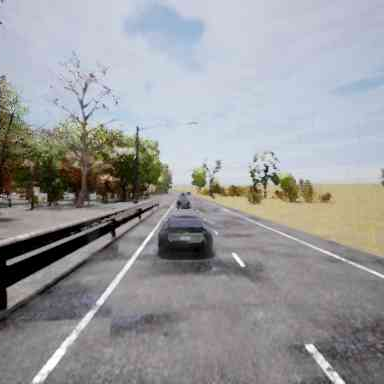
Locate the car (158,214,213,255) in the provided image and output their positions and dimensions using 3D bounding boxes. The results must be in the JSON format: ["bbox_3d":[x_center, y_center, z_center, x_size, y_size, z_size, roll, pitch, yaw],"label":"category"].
[{"bbox_3d":[-0.277,1.559,13.387,1.994,1.385,4.181,0,0,-2],"label":"car"}]

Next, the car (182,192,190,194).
[{"bbox_3d":[-2.092,1.286,80.011,2.097,1.767,4.553,0,0,-2],"label":"car"}]

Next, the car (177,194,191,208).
[{"bbox_3d":[-1.194,1.465,47.043,2.128,1.511,4.902,0,0,-2],"label":"car"}]
